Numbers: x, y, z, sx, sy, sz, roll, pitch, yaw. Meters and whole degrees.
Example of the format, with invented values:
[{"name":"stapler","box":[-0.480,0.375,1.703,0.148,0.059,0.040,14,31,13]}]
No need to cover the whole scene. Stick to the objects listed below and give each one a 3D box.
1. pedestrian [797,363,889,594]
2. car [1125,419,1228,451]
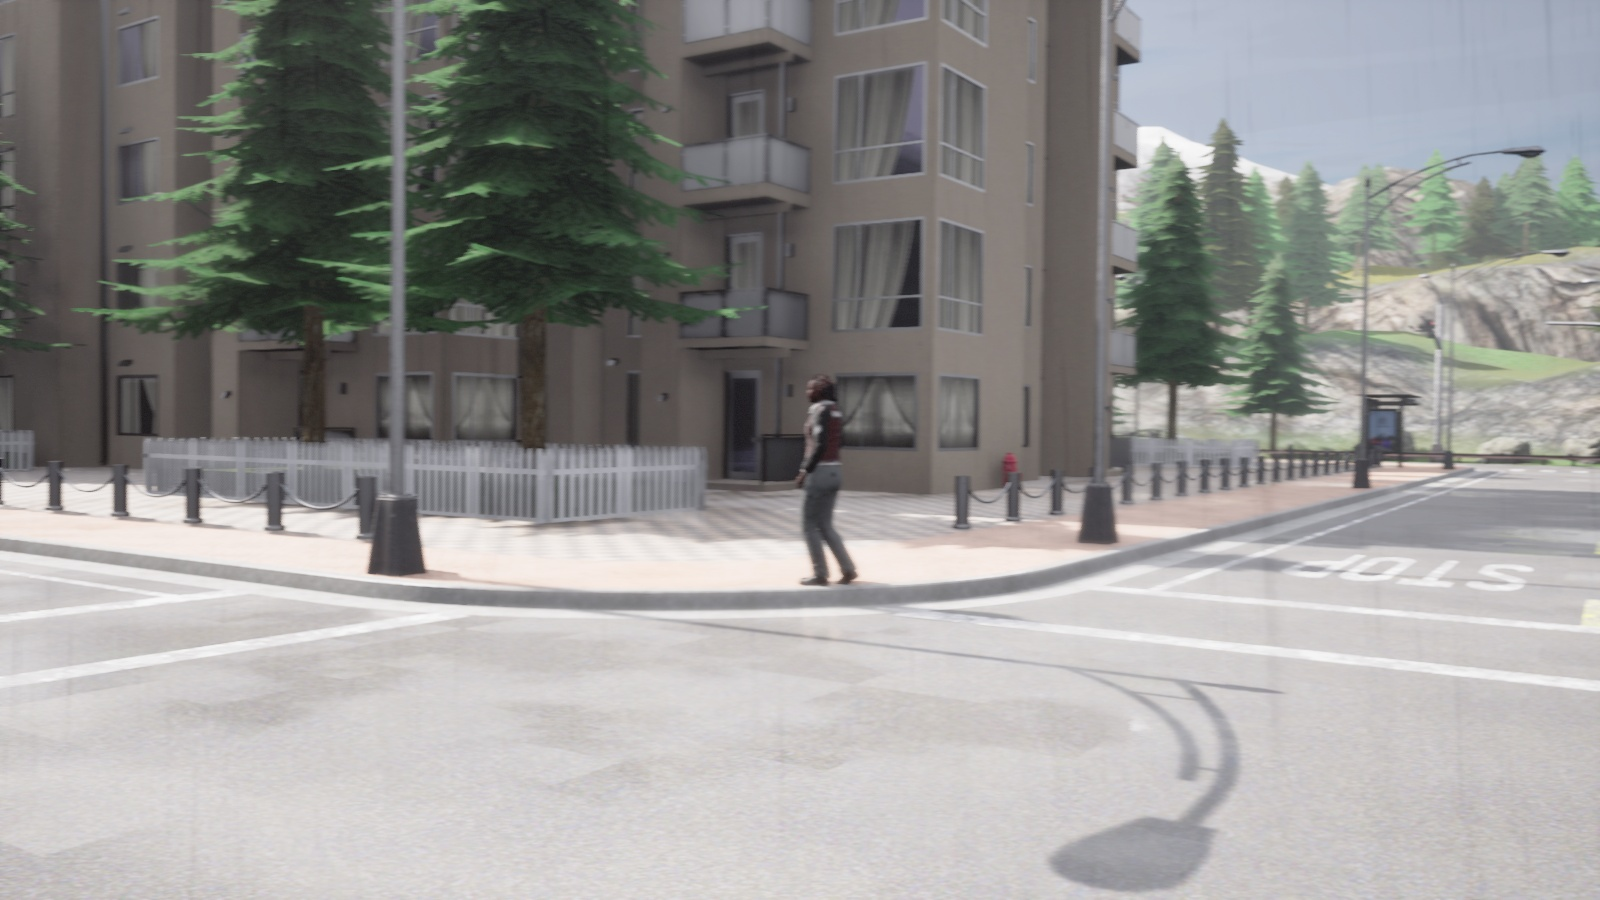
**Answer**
[{"name":"pedestrian","box":[0.370,0.235,10.817,0.666,1.930,0.402,0,1,26]},{"name":"car","box":[18.689,-0.736,62.431,4.514,1.525,2.007,0,1,34]}]
